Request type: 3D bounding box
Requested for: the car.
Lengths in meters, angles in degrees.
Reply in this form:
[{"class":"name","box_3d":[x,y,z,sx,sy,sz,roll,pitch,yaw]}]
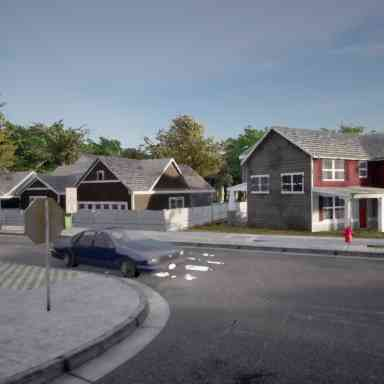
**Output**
[{"class":"car","box_3d":[-2.798,1.989,11.833,5.357,1.411,2.033,-2,0,35]}]
